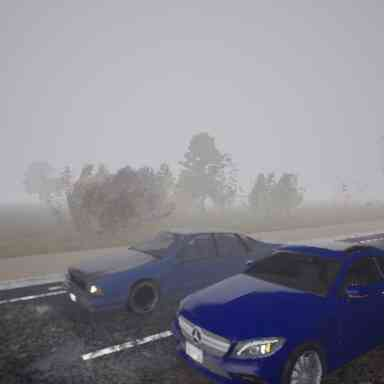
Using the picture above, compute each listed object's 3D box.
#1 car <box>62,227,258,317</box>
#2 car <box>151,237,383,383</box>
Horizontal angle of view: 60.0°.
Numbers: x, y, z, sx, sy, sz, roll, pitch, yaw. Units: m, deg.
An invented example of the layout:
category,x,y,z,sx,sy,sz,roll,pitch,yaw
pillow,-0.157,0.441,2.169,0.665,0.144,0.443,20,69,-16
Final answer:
category,x,y,z,sx,sy,sz,roll,pitch,yaw
car,-0.018,1.554,7.669,5.357,1.411,2.033,0,0,-36
car,1.918,1.532,5.061,4.674,1.442,1.812,0,0,-36
